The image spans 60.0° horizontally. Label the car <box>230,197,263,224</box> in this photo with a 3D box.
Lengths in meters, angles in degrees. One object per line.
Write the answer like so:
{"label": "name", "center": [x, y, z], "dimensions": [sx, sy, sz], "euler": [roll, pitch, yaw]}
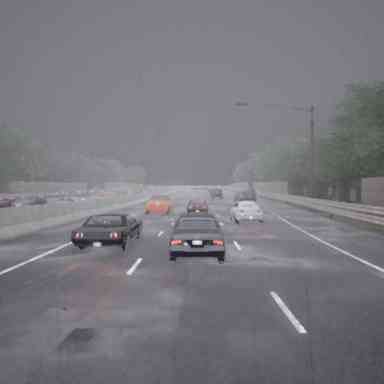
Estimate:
{"label": "car", "center": [3.757, 1.355, 23.219], "dimensions": [1.812, 1.442, 4.674], "euler": [0, 1, 1]}

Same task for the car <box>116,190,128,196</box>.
{"label": "car", "center": [-15.874, 0.274, 76.010], "dimensions": [1.994, 1.385, 4.181], "euler": [0, 1, 2]}

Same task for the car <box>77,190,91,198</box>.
{"label": "car", "center": [-23.019, 0.429, 70.652], "dimensions": [1.837, 1.490, 4.892], "euler": [0, 1, 2]}

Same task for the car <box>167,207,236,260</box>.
{"label": "car", "center": [0.179, 1.489, 12.133], "dimensions": [2.033, 1.411, 5.357], "euler": [0, 1, 1]}

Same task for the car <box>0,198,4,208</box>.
{"label": "car", "center": [-20.425, 1.265, 36.607], "dimensions": [1.895, 1.301, 4.718], "euler": [0, 1, 2]}

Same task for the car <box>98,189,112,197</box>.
{"label": "car", "center": [-19.420, 0.116, 74.330], "dimensions": [2.097, 1.767, 4.553], "euler": [0, 1, 2]}

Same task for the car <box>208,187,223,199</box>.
{"label": "car", "center": [4.865, 0.257, 65.934], "dimensions": [2.150, 2.045, 5.566], "euler": [0, 1, 2]}

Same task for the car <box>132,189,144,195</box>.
{"label": "car", "center": [-12.374, 0.075, 75.941], "dimensions": [2.097, 1.767, 4.553], "euler": [0, 1, 2]}

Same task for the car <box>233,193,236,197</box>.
{"label": "car", "center": [8.100, 0.623, 55.934], "dimensions": [2.097, 1.767, 4.553], "euler": [0, 1, 2]}

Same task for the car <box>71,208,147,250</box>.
{"label": "car", "center": [-3.297, 1.527, 13.885], "dimensions": [1.895, 1.301, 4.718], "euler": [0, 1, 1]}

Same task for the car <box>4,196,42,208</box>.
{"label": "car", "center": [-17.055, 1.175, 35.122], "dimensions": [2.128, 1.511, 4.902], "euler": [0, 1, 2]}

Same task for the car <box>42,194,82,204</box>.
{"label": "car", "center": [-13.557, 1.247, 35.019], "dimensions": [1.994, 1.385, 4.181], "euler": [0, 1, 2]}

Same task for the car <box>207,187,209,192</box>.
{"label": "car", "center": [5.384, 0.032, 85.401], "dimensions": [1.837, 1.490, 4.892], "euler": [0, 2, 2]}

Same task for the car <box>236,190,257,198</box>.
{"label": "car", "center": [7.705, 0.704, 45.977], "dimensions": [2.150, 2.045, 5.566], "euler": [0, 1, 3]}

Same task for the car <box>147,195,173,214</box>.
{"label": "car", "center": [-2.951, 1.083, 31.306], "dimensions": [2.097, 1.767, 4.553], "euler": [0, 1, 1]}

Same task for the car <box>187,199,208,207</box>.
{"label": "car", "center": [0.538, 1.335, 30.907], "dimensions": [1.895, 1.301, 4.718], "euler": [0, 1, 1]}
